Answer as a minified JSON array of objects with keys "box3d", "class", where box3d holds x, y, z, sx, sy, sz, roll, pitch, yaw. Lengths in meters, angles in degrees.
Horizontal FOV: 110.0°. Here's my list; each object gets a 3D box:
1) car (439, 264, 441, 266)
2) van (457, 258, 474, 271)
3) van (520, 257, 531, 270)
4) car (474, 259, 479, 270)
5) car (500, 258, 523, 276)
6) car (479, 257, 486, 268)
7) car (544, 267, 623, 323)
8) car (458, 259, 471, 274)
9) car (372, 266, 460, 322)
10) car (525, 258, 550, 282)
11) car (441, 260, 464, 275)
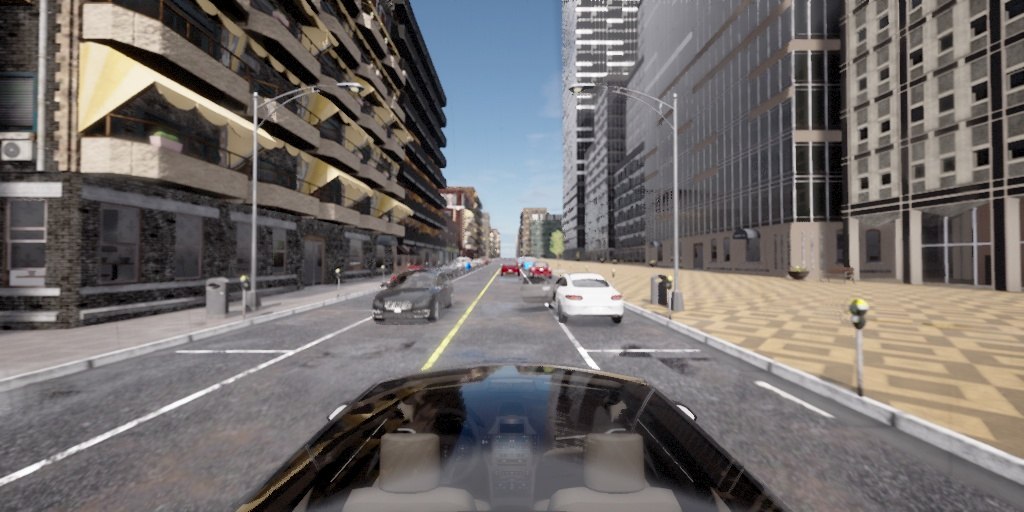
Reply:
[{"box3d":[-5.802,1.293,21.360,1.888,1.381,4.507,0,0,0],"class":"car"},{"box3d":[-5.934,1.088,43.639,1.690,1.789,3.998,0,0,0],"class":"van"},{"box3d":[2.413,1.086,49.257,1.690,1.789,3.998,0,0,0],"class":"van"},{"box3d":[-5.966,1.273,49.038,1.751,1.417,4.829,0,0,0],"class":"car"},{"box3d":[-0.150,1.223,36.452,1.882,1.535,5.008,0,0,0],"class":"car"},{"box3d":[-6.034,1.298,60.346,2.007,1.370,4.403,0,0,0],"class":"car"},{"box3d":[2.296,1.273,11.951,1.812,1.442,4.674,0,0,0],"class":"car"},{"box3d":[-5.902,1.298,38.068,2.007,1.370,4.403,0,0,0],"class":"car"},{"box3d":[-3.159,1.254,12.293,1.837,1.490,4.892,0,0,0],"class":"car"},{"box3d":[2.513,1.185,32.548,1.967,1.591,4.097,0,0,0],"class":"car"},{"box3d":[-5.868,1.313,32.499,1.948,1.339,4.313,0,0,0],"class":"car"}]
